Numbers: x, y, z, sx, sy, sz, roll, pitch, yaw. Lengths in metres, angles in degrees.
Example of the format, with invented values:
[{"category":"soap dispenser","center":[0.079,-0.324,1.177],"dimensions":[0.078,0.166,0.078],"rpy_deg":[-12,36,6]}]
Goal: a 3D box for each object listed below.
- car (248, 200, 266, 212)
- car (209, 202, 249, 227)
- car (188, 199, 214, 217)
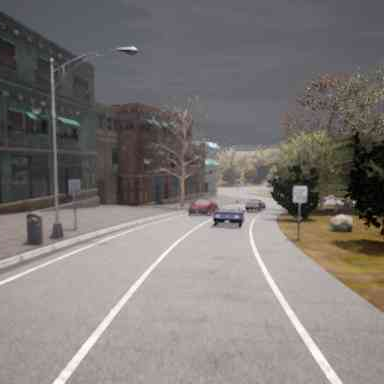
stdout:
[{"category":"car","center":[7.838,1.632,40.841],"dimensions":[2.033,1.411,5.357],"rpy_deg":[2,0,21]},{"category":"car","center":[2.667,1.578,23.028],"dimensions":[1.895,1.301,4.718],"rpy_deg":[1,0,12]},{"category":"car","center":[1.062,1.389,30.934],"dimensions":[1.882,1.535,5.008],"rpy_deg":[2,0,16]}]
